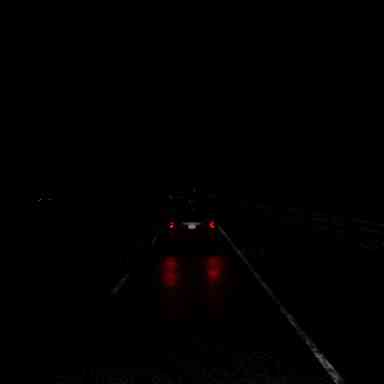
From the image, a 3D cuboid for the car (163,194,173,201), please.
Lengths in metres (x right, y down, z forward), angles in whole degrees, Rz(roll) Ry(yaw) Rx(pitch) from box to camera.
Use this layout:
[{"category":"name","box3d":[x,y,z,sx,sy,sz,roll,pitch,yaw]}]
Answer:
[{"category":"car","box3d":[-7.021,1.726,91.736,2.033,1.411,5.357,0,0,0]}]

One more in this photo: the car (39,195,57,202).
[{"category":"car","box3d":[-24.530,1.385,57.347,2.097,1.767,4.553,0,0,0]}]

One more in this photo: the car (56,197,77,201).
[{"category":"car","box3d":[-21.034,1.594,57.142,1.994,1.385,4.181,0,0,1]}]

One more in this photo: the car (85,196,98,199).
[{"category":"car","box3d":[-17.532,1.525,57.411,2.128,1.511,4.902,0,0,0]}]

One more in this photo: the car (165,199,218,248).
[{"category":"car","box3d":[-0.004,1.351,14.927,2.097,1.767,4.553,0,0,0]}]

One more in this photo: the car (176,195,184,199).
[{"category":"car","box3d":[-3.520,1.691,92.571,1.837,1.490,4.892,0,0,0]}]

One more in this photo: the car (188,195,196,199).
[{"category":"car","box3d":[-0.020,1.747,92.988,1.994,1.385,4.181,0,0,0]}]
